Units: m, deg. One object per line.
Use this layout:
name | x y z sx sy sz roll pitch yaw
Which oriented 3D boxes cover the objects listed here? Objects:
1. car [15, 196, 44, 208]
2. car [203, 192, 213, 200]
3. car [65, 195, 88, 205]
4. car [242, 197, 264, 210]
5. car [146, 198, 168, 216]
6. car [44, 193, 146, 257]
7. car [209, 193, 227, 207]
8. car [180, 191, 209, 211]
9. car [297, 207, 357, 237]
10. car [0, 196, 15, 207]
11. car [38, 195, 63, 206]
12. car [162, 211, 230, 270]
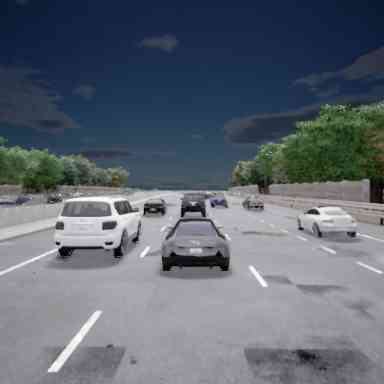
car | -14.088 1.210 31.092 2.097 1.767 4.553 0 0 0
car | 3.517 0.831 74.041 1.882 1.535 5.008 0 1 0
car | -17.558 1.226 50.718 1.994 1.385 4.181 0 1 0
car | 7.106 1.335 38.998 2.033 1.411 5.357 0 1 0
car | -3.393 1.334 31.371 1.882 1.535 5.008 0 1 0
car | -3.398 1.204 12.977 2.150 2.045 5.566 0 0 0
car | 3.511 1.083 44.771 2.097 1.767 4.553 0 1 0
car | 0.107 1.091 30.067 2.150 2.045 5.566 0 1 0
car | 6.997 1.488 17.563 1.812 1.442 4.674 0 0 1
car | -24.558 1.257 46.332 2.033 1.411 5.357 0 1 0
car | -21.048 1.237 49.648 1.994 1.385 4.181 0 1 0
car | 0.103 1.554 11.017 1.994 1.385 4.181 0 0 0
